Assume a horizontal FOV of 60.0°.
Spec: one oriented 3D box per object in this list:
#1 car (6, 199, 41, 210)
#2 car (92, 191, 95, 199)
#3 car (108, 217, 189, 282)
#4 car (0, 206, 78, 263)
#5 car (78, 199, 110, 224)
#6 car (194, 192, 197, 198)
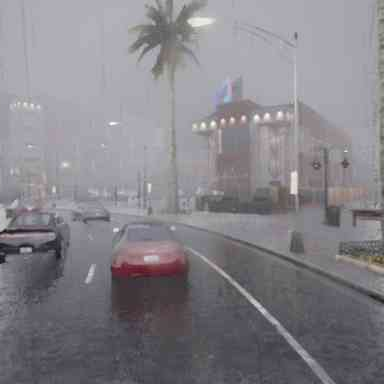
[{"bbox_3d":[-13.787,1.322,27.256,2.097,1.767,4.553,-1,0,-38],"label":"car"},{"bbox_3d":[-18.823,1.114,59.812,4.553,1.767,2.185,0,0,35],"label":"car"},{"bbox_3d":[-1.355,1.530,9.805,1.994,1.385,4.181,0,0,-12],"label":"car"},{"bbox_3d":[-5.505,1.474,12.011,2.128,1.511,4.902,0,0,-16],"label":"car"},{"bbox_3d":[-7.520,1.504,24.588,1.994,1.385,4.181,0,0,-31],"label":"car"},{"bbox_3d":[1.451,1.151,59.581,4.674,1.452,2.002,0,0,35],"label":"car"}]
